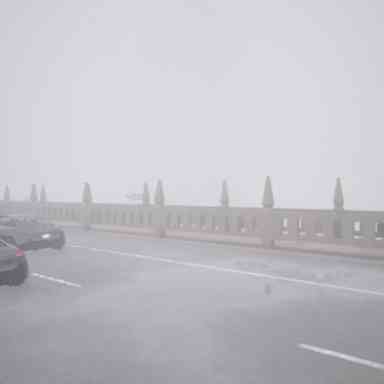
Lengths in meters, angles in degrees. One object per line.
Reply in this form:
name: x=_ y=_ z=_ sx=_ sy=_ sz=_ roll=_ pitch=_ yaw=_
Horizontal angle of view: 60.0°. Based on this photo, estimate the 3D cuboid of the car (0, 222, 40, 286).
car: x=-5.887 y=1.564 z=8.167 sx=4.181 sy=1.385 sz=1.994 roll=0 pitch=0 yaw=35

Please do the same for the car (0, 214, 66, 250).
car: x=-6.912 y=1.564 z=13.153 sx=4.181 sy=1.385 sz=1.994 roll=0 pitch=0 yaw=35
